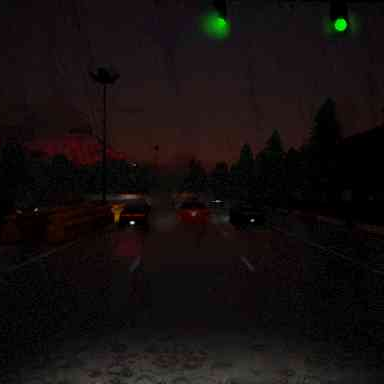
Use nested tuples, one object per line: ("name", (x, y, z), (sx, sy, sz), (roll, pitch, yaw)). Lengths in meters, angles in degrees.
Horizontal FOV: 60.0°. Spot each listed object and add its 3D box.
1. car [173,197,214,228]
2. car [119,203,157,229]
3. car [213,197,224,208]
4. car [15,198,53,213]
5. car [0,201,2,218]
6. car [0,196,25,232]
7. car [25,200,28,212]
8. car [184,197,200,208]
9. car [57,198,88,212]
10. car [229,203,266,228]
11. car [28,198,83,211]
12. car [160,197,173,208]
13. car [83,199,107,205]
("car", (0.101, 1.342, 21.920), (2.097, 1.767, 4.553), (0, 0, 0))
("car", (-3.402, 1.495, 21.358), (1.837, 1.490, 4.892), (0, 0, 0))
("car", (3.514, 1.471, 47.815), (2.128, 1.511, 4.902), (0, 0, 0))
("car", (-17.570, 1.486, 37.274), (1.837, 1.490, 4.892), (0, 0, 1))
("car", (-17.577, 1.535, 26.349), (2.033, 1.411, 5.357), (0, 0, 0))
("car", (-10.583, 1.214, 15.934), (2.150, 2.045, 5.566), (0, 0, 0))
("car", (-14.075, 1.513, 27.926), (1.812, 1.442, 4.674), (0, 0, 0))
("car", (0.012, 1.471, 47.606), (2.128, 1.511, 4.902), (0, 0, 0))
("car", (-14.053, 1.488, 39.327), (1.837, 1.490, 4.892), (0, 0, 0))
("car", (3.599, 1.481, 22.186), (2.128, 1.511, 4.902), (0, 0, 0))
("car", (-10.579, 1.340, 26.216), (2.097, 1.767, 4.553), (0, 0, 0))
("car", (-3.487, 1.503, 48.085), (1.812, 1.442, 4.674), (0, 0, 0))
("car", (-10.575, 1.529, 37.469), (2.033, 1.411, 5.357), (0, 0, 0))
